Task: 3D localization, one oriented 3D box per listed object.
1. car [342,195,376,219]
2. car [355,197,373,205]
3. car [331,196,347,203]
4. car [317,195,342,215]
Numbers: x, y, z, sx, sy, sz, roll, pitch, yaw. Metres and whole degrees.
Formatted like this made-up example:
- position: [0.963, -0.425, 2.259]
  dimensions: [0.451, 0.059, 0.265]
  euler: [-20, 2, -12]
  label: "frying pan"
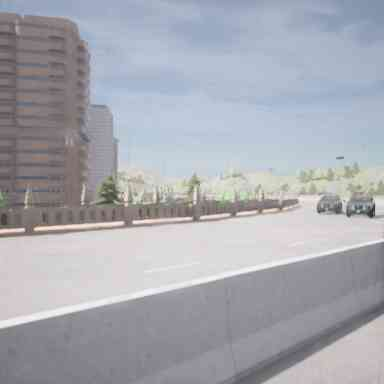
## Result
- position: [16.038, 1.357, 31.397]
  dimensions: [2.150, 2.045, 5.566]
  euler: [0, 0, 33]
  label: "car"
- position: [33.274, 1.708, 64.479]
  dimensions: [1.837, 1.490, 4.892]
  euler: [0, 0, 13]
  label: "car"
- position: [30.503, 1.509, 69.259]
  dimensions: [1.895, 1.301, 4.718]
  euler: [0, 0, 8]
  label: "car"
- position: [15.382, 1.380, 36.904]
  dimensions: [2.150, 2.045, 5.566]
  euler: [0, 0, 31]
  label: "car"
